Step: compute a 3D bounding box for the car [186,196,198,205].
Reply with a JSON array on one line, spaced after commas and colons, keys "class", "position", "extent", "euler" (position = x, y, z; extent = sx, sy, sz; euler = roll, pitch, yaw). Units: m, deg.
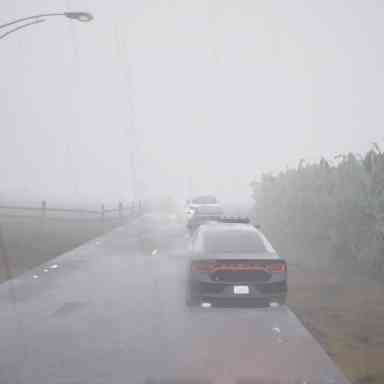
[{"class": "car", "position": [-0.043, 1.450, 59.811], "extent": [2.128, 1.511, 4.902], "euler": [0, 0, 0]}]

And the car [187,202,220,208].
[{"class": "car", "position": [0.811, 1.489, 18.010], "extent": [1.837, 1.490, 4.892], "euler": [0, 0, 0]}]

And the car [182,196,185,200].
[{"class": "car", "position": [0.007, 1.418, 46.365], "extent": [1.882, 1.535, 5.008], "euler": [0, 0, 1]}]

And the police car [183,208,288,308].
[{"class": "police car", "position": [0.818, 1.420, 8.120], "extent": [1.930, 1.638, 5.238], "euler": [0, 0, 0]}]

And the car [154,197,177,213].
[{"class": "car", "position": [-2.776, 1.302, 35.587], "extent": [2.097, 1.767, 4.553], "euler": [0, 0, 0]}]

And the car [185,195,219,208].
[{"class": "car", "position": [0.805, 1.196, 24.039], "extent": [2.150, 2.045, 5.566], "euler": [0, 0, 0]}]
